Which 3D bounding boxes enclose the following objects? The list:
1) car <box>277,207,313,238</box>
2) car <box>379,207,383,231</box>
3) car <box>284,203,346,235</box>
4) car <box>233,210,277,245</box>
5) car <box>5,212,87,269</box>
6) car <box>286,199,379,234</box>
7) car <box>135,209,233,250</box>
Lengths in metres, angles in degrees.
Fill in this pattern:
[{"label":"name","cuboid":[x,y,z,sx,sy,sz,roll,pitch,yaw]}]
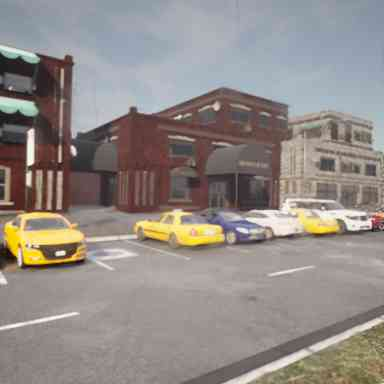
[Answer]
[{"label":"car","cuboid":[3.736,1.669,17.969,2.002,1.452,4.674,1,-1,-35]},{"label":"car","cuboid":[10.522,1.843,22.791,2.002,1.452,4.674,2,-1,-35]},{"label":"car","cuboid":[5.888,1.677,19.729,1.946,1.575,5.366,1,-1,-35]},{"label":"car","cuboid":[1.566,1.627,16.434,2.002,1.452,4.674,1,0,-35]},{"label":"car","cuboid":[-5.223,1.494,11.614,2.097,1.535,5.008,1,0,-35]},{"label":"car","cuboid":[8.281,1.487,21.166,2.435,2.045,5.566,1,-1,-35]},{"label":"car","cuboid":[-0.797,1.548,14.979,1.946,1.575,5.366,1,0,-35]}]
